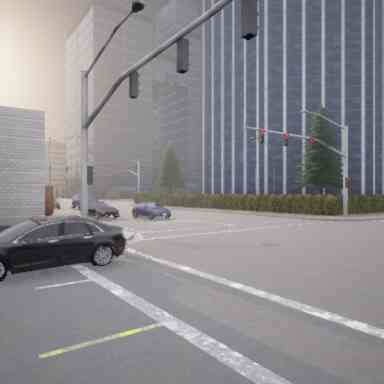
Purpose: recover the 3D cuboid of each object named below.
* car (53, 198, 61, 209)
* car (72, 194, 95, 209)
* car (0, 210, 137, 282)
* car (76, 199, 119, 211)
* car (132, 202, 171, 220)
[{"bbox_3d":[-19.163,1.596,44.847,1.837,1.490,4.892,0,0,-36],"label":"car"},{"bbox_3d":[-14.190,1.278,43.867,2.150,2.045,5.566,0,0,-35],"label":"car"},{"bbox_3d":[-4.276,1.503,9.680,4.892,1.490,1.837,0,2,-41],"label":"car"},{"bbox_3d":[-8.143,1.603,29.373,2.033,1.411,5.357,0,0,-36],"label":"car"},{"bbox_3d":[-3.626,1.581,29.119,1.812,1.442,4.674,0,0,-36],"label":"car"}]
